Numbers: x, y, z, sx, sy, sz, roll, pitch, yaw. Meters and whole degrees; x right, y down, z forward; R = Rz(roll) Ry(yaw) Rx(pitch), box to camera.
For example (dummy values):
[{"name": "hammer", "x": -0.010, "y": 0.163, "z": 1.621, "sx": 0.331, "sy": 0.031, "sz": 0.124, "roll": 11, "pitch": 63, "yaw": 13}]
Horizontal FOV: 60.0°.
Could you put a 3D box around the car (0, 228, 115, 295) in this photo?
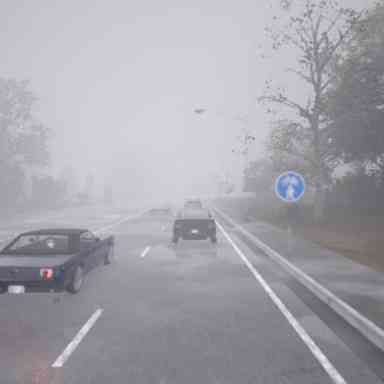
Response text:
[{"name": "car", "x": -3.394, "y": 1.596, "z": 8.678, "sx": 1.895, "sy": 1.301, "sz": 4.718, "roll": 0, "pitch": 0, "yaw": 0}]

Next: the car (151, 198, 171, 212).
[{"name": "car", "x": -3.331, "y": 1.397, "z": 36.087, "sx": 1.812, "sy": 1.442, "sz": 4.674, "roll": 0, "pitch": 0, "yaw": 1}]

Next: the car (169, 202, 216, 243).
[{"name": "car", "x": 0.111, "y": 1.455, "z": 16.109, "sx": 1.882, "sy": 1.535, "sz": 5.008, "roll": 0, "pitch": 0, "yaw": 0}]

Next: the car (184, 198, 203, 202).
[{"name": "car", "x": 0.141, "y": 1.363, "z": 35.973, "sx": 2.128, "sy": 1.511, "sz": 4.902, "roll": 0, "pitch": 0, "yaw": 0}]
